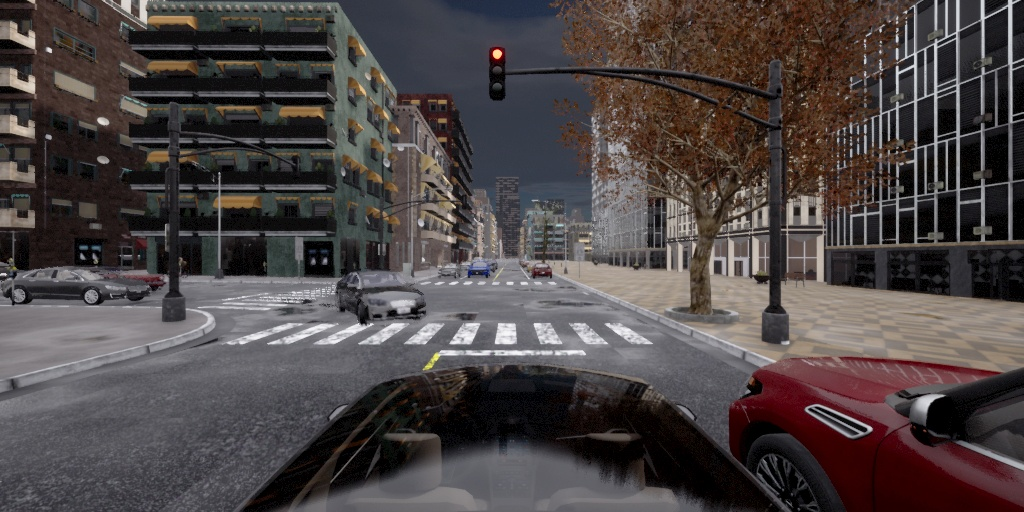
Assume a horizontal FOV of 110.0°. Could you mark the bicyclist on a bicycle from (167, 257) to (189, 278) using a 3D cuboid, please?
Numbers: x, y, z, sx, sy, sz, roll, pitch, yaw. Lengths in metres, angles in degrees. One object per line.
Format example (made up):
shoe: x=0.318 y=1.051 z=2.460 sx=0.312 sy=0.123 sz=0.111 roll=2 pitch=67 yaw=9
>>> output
bicyclist on a bicycle: x=-23.168 y=0.761 z=24.917 sx=0.582 sy=1.620 sz=1.656 roll=1 pitch=0 yaw=-1

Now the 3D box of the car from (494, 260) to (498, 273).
car: x=-3.087 y=1.337 z=44.357 sx=1.994 sy=1.385 sz=4.181 roll=0 pitch=0 yaw=0

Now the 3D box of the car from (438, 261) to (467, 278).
car: x=-5.688 y=1.312 z=33.072 sx=2.007 sy=1.370 sz=4.403 roll=0 pitch=0 yaw=0

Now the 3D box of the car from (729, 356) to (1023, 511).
car: x=2.692 y=1.065 z=0.684 sx=2.192 sy=1.841 sz=5.009 roll=0 pitch=0 yaw=0

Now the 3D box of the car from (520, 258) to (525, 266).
car: x=2.694 y=1.375 z=60.734 sx=1.802 sy=1.307 sz=4.207 roll=0 pitch=0 yaw=0

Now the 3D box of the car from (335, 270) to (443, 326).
car: x=-4.463 y=1.244 z=11.877 sx=2.128 sy=1.511 sz=4.902 roll=1 pitch=-1 yaw=-37

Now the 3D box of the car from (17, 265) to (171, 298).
car: x=-18.701 y=1.113 z=16.223 sx=4.718 sy=1.301 sz=1.895 roll=1 pitch=0 yaw=-1

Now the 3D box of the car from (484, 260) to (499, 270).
car: x=-3.080 y=1.333 z=54.720 sx=2.033 sy=1.411 sz=5.357 roll=0 pitch=0 yaw=0

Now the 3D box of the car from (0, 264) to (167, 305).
car: x=-16.434 y=1.091 z=13.656 sx=4.403 sy=1.370 sz=2.007 roll=0 pitch=0 yaw=-1

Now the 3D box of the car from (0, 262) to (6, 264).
car: x=-33.187 y=0.869 z=21.868 sx=4.403 sy=1.370 sz=2.007 roll=0 pitch=0 yaw=-1

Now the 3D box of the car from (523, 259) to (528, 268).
car: x=2.693 y=1.298 z=44.307 sx=1.751 sy=1.417 sz=4.829 roll=0 pitch=0 yaw=0

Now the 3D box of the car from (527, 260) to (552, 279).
car: x=2.692 y=1.307 z=33.071 sx=1.888 sy=1.381 sz=4.507 roll=0 pitch=0 yaw=0

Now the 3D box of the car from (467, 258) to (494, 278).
car: x=-3.091 y=1.241 z=34.359 sx=1.882 sy=1.535 sz=5.008 roll=0 pitch=0 yaw=0
